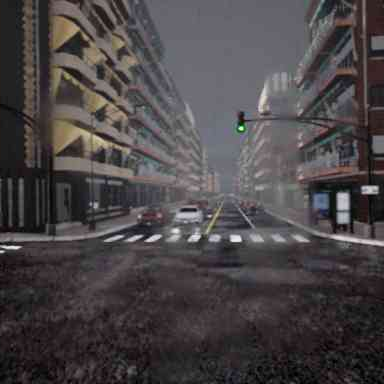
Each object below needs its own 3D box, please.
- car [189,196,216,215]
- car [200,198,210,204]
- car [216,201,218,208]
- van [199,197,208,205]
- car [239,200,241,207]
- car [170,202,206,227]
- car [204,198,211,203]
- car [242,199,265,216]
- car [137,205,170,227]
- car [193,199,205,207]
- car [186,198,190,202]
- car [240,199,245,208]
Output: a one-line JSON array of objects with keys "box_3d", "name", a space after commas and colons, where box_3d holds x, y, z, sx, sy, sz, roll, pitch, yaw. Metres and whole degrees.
[{"box_3d": [1.288, 1.690, 38.811, 2.097, 1.767, 4.553, -1, -1, 6], "name": "car"}, {"box_3d": [3.181, 2.247, 81.095, 2.008, 1.369, 4.403, -1, -1, 6], "name": "car"}, {"box_3d": [3.561, 1.990, 59.258, 2.128, 1.511, 4.902, -1, -1, 6], "name": "car"}, {"box_3d": [2.580, 1.995, 75.490, 1.690, 1.788, 3.998, -1, -1, 6], "name": "van"}, {"box_3d": [9.122, 1.843, 57.776, 1.967, 1.590, 4.097, -1, -1, 6], "name": "car"}, {"box_3d": [-0.199, 1.757, 24.896, 1.812, 1.442, 4.674, -1, 0, 6], "name": "car"}, {"box_3d": [4.357, 2.305, 92.140, 1.752, 1.417, 4.829, -1, -1, 6], "name": "car"}, {"box_3d": [6.734, 1.781, 35.348, 2.008, 1.369, 4.403, -1, -1, 6], "name": "car"}, {"box_3d": [-2.794, 1.707, 25.028, 1.967, 1.590, 4.097, -1, -1, 6], "name": "car"}, {"box_3d": [1.371, 2.093, 64.105, 1.752, 1.417, 4.829, -1, -1, 6], "name": "car"}, {"box_3d": [0.190, 1.798, 53.062, 2.192, 1.841, 5.009, -1, -1, 6], "name": "car"}, {"box_3d": [7.332, 1.818, 40.954, 1.887, 1.381, 4.507, -1, -1, 6], "name": "car"}]
